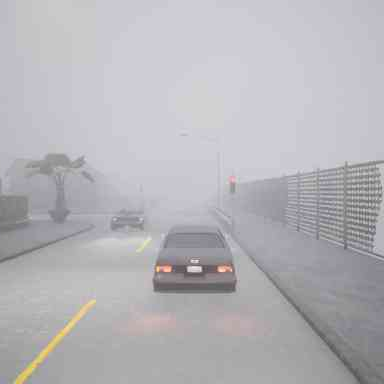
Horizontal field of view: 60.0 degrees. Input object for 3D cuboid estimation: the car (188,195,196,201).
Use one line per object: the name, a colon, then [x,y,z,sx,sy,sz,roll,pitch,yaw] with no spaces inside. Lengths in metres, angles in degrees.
car: [0.088,1.552,86.622,1.994,1.385,4.181,0,0,0]

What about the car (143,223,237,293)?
car: [0.072,1.547,8.972,2.033,1.411,5.357,0,0,1]

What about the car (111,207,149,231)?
car: [-3.712,1.601,20.632,1.895,1.301,4.718,0,0,-4]
